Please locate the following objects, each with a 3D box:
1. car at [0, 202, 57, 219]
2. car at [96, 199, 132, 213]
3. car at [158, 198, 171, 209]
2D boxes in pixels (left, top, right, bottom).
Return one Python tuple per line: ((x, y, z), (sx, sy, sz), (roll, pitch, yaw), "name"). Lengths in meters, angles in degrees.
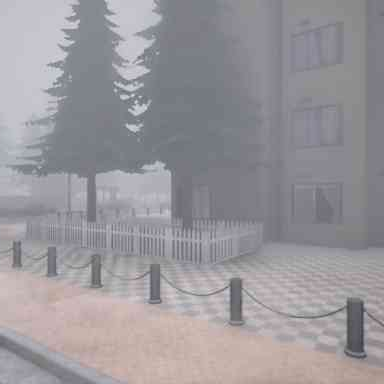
((-14.354, 1.583, 28.786), (1.895, 1.301, 4.718), (0, 0, 37), "car")
((-8.727, 1.474, 36.233), (2.128, 1.511, 4.902), (0, 0, 37), "car")
((-2.486, 1.508, 44.461), (1.812, 1.442, 4.674), (0, 0, 37), "car")
